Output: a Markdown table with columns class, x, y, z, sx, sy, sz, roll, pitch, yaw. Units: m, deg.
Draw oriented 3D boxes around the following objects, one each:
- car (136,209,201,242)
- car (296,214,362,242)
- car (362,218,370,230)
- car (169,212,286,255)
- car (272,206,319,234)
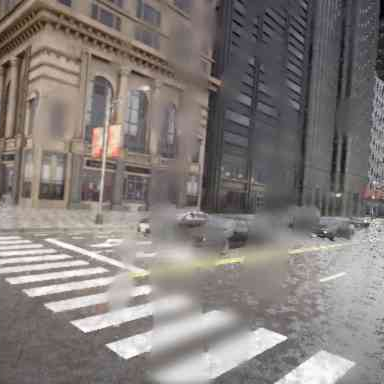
| class | x | y | z | sx | sy | sz | roll | pitch | yaw |
| --- | --- | --- | --- | --- | --- | --- | --- | --- | --- |
| car | -0.564 | 1.639 | 17.141 | 2.128 | 1.511 | 4.902 | 4 | -1 | 44 |
| car | 9.645 | 2.544 | 23.110 | 2.033 | 1.411 | 5.357 | 4 | -1 | 44 |
| car | 17.745 | 3.378 | 36.224 | 1.895 | 1.301 | 4.718 | 4 | -1 | 44 |
| car | 1.791 | 1.846 | 14.907 | 2.033 | 1.411 | 5.357 | 4 | -1 | 44 |
| car | 8.290 | 2.154 | 26.369 | 2.150 | 2.045 | 5.566 | 4 | -1 | 44 |
